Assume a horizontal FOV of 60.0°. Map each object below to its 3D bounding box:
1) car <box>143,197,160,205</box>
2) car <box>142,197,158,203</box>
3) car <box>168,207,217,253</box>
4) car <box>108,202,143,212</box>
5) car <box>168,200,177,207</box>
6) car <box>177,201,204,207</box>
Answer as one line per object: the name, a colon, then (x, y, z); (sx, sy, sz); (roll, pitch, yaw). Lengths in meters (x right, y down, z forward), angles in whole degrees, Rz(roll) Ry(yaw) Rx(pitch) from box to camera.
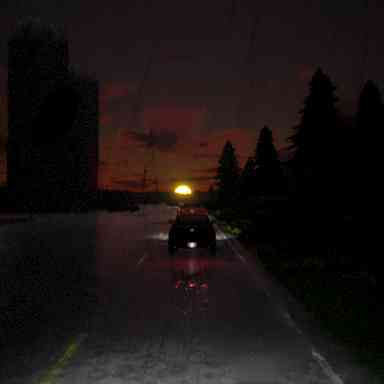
car: (-9.515, 2.207, 77.216); (3.988, 1.617, 1.851); (0, -1, -1)
car: (-11.864, 2.239, 94.064); (3.866, 1.878, 1.905); (0, -1, -31)
car: (0.008, 1.643, 14.303); (1.837, 1.490, 4.892); (0, 0, 0)
car: (-9.042, 1.965, 44.208); (4.181, 1.381, 1.994); (0, -1, -1)
car: (-3.515, 2.165, 64.170); (1.994, 1.385, 4.181); (0, -1, 1)
car: (0.014, 1.623, 29.084); (2.097, 1.767, 4.553); (0, -1, 0)
